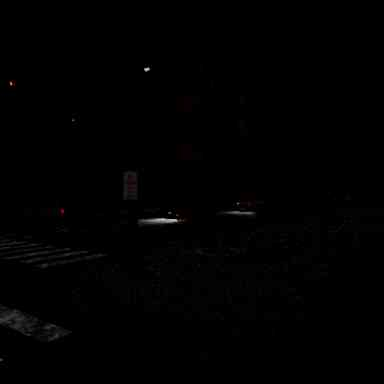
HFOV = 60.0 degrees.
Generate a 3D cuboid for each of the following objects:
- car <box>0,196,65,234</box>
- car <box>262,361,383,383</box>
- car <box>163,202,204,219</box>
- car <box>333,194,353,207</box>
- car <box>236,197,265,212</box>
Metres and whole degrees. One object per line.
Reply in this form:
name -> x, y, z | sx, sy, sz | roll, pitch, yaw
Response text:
car -> -9.397, 1.234, 17.253 | 2.150, 2.045, 5.566 | 0, 0, 35
car -> 2.178, 1.551, 1.289 | 4.403, 1.369, 2.008 | 0, 0, 36
car -> -0.710, 1.600, 29.511 | 1.994, 1.385, 4.181 | 0, 0, 36
car -> 24.063, 1.347, 52.899 | 2.150, 2.045, 5.566 | 0, 0, 35
car -> 7.196, 1.416, 40.649 | 2.097, 1.767, 4.553 | 0, 0, 36
